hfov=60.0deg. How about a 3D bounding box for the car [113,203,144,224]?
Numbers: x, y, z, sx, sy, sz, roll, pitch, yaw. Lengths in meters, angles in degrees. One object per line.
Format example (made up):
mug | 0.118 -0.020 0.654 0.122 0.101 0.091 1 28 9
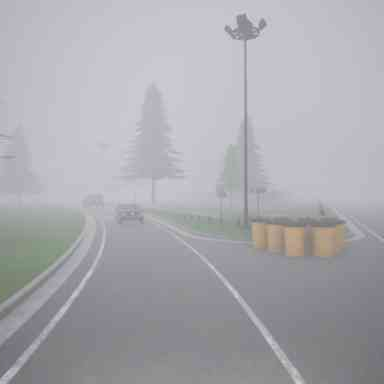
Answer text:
car | -4.883 1.561 25.373 2.033 1.411 5.357 0 0 -18

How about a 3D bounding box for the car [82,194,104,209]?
car | -14.015 1.270 46.952 2.150 2.045 5.566 0 0 -27
